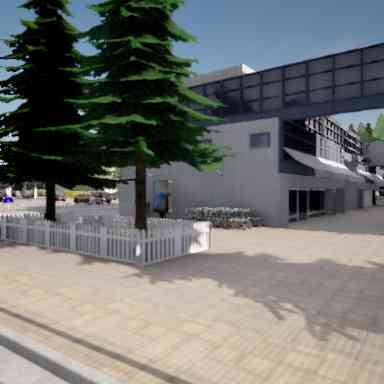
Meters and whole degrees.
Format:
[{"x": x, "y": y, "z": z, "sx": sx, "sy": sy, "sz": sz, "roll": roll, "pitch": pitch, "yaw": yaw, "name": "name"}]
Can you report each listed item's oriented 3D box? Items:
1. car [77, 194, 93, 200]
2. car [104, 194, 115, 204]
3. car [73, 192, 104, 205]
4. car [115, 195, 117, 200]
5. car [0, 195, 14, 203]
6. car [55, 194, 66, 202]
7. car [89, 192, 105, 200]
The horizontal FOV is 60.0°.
[{"x": -26.381, "y": 1.257, "z": 81.750, "sx": 3.806, "sy": 1.475, "sz": 1.970, "roll": 0, "pitch": 0, "yaw": 36, "name": "car"}, {"x": -14.827, "y": 1.012, "z": 53.677, "sx": 3.866, "sy": 1.878, "sz": 1.905, "roll": 0, "pitch": 0, "yaw": 36, "name": "car"}, {"x": -16.204, "y": 1.033, "z": 51.085, "sx": 4.605, "sy": 1.855, "sz": 1.932, "roll": 0, "pitch": 0, "yaw": 36, "name": "car"}, {"x": -19.504, "y": 1.006, "z": 76.790, "sx": 4.605, "sy": 1.855, "sz": 1.932, "roll": 0, "pitch": 0, "yaw": 36, "name": "car"}, {"x": -33.326, "y": 1.226, "z": 59.084, "sx": 3.633, "sy": 1.501, "sz": 1.845, "roll": 0, "pitch": 0, "yaw": 36, "name": "car"}, {"x": -27.410, "y": 1.205, "z": 67.138, "sx": 4.514, "sy": 1.523, "sz": 2.007, "roll": 0, "pitch": 0, "yaw": 36, "name": "car"}, {"x": -23.930, "y": 0.974, "z": 84.078, "sx": 3.866, "sy": 1.878, "sz": 1.905, "roll": 0, "pitch": 0, "yaw": 36, "name": "car"}]
